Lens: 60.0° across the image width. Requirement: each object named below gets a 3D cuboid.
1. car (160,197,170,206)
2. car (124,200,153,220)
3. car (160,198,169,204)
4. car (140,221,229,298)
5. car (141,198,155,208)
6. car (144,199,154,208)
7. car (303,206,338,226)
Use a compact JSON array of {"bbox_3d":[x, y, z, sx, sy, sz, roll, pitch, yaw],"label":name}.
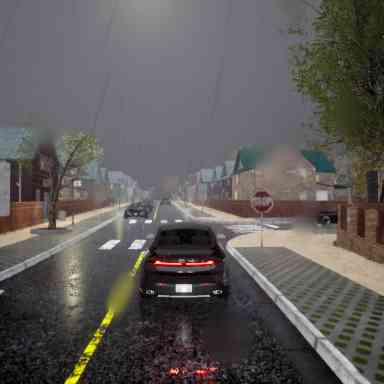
[{"bbox_3d":[-5.021,1.793,62.534,1.837,1.490,4.892,0,0,-5],"label":"car"},{"bbox_3d":[-4.737,1.622,28.890,1.994,1.385,4.181,0,0,-5],"label":"car"},{"bbox_3d":[-5.991,1.883,72.936,1.895,1.301,4.718,0,-1,-5],"label":"car"},{"bbox_3d":[-0.163,1.515,8.501,1.837,1.490,4.892,0,0,0],"label":"car"},{"bbox_3d":[-6.923,1.752,52.659,2.033,1.411,5.357,0,0,-5],"label":"car"},{"bbox_3d":[-5.760,1.676,39.833,1.994,1.385,4.181,0,0,-5],"label":"car"},{"bbox_3d":[10.167,1.575,22.770,4.718,1.301,1.895,0,-1,-7],"label":"car"}]
